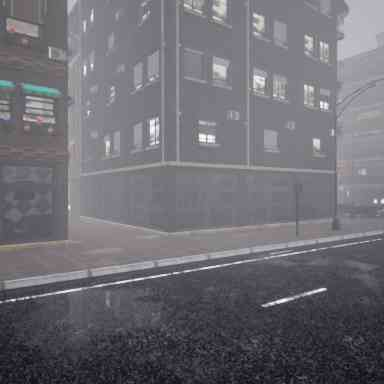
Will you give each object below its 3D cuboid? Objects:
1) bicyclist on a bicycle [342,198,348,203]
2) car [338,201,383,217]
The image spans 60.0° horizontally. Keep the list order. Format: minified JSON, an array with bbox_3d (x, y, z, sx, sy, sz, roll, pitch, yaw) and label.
[{"bbox_3d":[20.459,1.587,44.475,1.656,1.620,0.582,-1,0,-36],"label":"bicyclist on a bicycle"},{"bbox_3d":[17.184,1.723,34.161,2.128,1.511,4.902,0,-1,-36],"label":"car"}]
